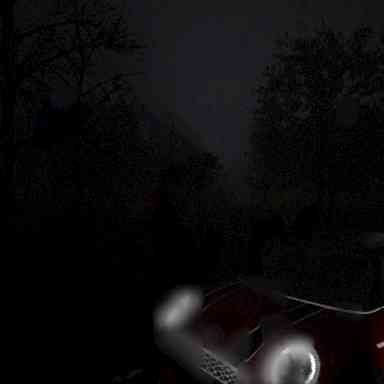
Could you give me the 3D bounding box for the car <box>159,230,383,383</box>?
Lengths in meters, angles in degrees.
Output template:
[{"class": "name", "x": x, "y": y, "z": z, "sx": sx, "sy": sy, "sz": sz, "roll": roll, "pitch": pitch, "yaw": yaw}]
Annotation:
[{"class": "car", "x": 1.836, "y": 1.358, "z": 4.261, "sx": 4.553, "sy": 1.767, "sz": 2.097, "roll": 0, "pitch": 0, "yaw": -36}]
